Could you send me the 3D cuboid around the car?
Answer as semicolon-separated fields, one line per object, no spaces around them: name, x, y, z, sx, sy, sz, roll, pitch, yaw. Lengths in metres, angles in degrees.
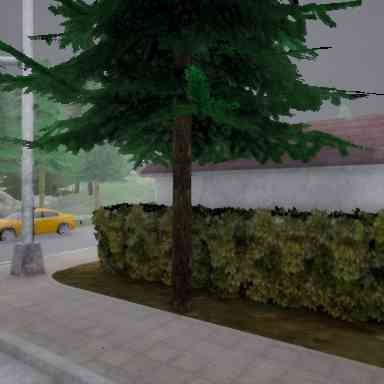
car;-8.707;1.668;17.875;1.882;1.535;5.008;0;0;34
